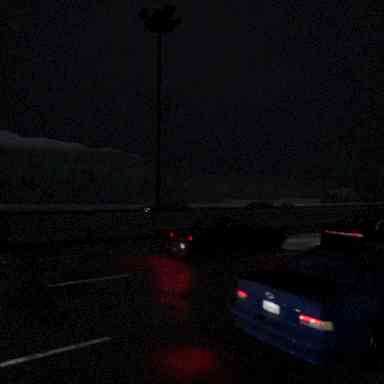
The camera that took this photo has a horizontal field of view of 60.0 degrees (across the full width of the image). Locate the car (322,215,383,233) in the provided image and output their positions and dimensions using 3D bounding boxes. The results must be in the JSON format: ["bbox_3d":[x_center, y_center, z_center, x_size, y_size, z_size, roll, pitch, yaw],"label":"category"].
[{"bbox_3d":[6.819,1.601,12.277,4.902,1.511,2.128,1,0,-33],"label":"car"}]

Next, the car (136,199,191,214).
[{"bbox_3d":[-2.347,1.410,27.447,4.553,1.767,2.097,1,0,-32],"label":"car"}]

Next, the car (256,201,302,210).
[{"bbox_3d":[8.272,1.745,30.018,4.181,1.385,1.994,1,0,-32],"label":"car"}]

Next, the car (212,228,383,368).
[{"bbox_3d":[3.145,1.597,5.777,5.357,1.411,2.033,1,0,-33],"label":"car"}]

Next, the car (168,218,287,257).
[{"bbox_3d":[1.527,1.656,13.057,4.718,1.301,1.895,1,0,-33],"label":"car"}]

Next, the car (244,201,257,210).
[{"bbox_3d":[8.725,1.790,42.688,4.181,1.385,1.994,1,0,-32],"label":"car"}]
